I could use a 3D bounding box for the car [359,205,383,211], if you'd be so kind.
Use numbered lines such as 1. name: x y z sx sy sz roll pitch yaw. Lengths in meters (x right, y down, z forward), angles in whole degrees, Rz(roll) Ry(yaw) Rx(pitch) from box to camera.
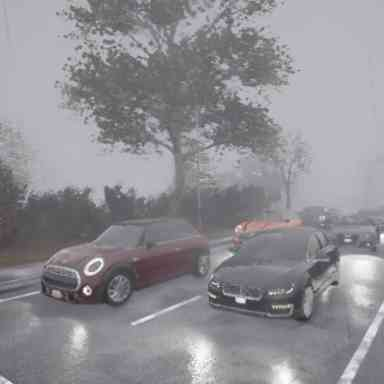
1. car: 12.660 1.904 23.651 1.837 1.490 4.892 -2 -2 29

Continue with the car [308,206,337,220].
1. car: 8.996 1.814 24.332 2.097 1.767 4.553 -2 -2 30

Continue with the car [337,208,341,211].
1. car: 13.785 2.173 33.305 2.128 1.511 4.902 -2 -2 26

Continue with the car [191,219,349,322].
1. car: 2.161 1.619 7.714 1.837 1.490 4.892 -2 -1 33

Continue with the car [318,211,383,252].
1. car: 7.315 1.775 14.972 1.994 1.385 4.181 -2 -2 33

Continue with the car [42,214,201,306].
1. car: -1.463 1.543 8.726 2.097 1.767 4.553 -2 -1 38

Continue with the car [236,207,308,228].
1. car: 3.771 1.634 15.972 2.097 1.767 4.553 -2 -2 34
